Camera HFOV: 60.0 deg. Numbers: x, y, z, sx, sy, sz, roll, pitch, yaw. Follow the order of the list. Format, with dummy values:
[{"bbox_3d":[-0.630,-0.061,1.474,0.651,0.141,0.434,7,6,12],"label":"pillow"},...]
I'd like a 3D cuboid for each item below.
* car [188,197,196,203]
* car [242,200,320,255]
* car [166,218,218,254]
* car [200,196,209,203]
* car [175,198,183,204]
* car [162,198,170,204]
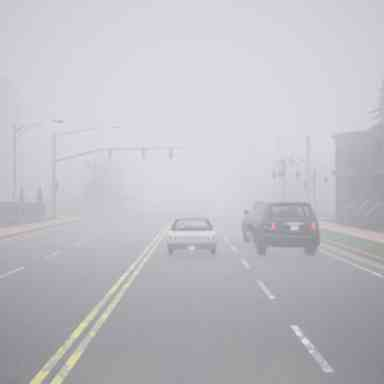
[{"bbox_3d":[-0.009,2.349,90.717,1.812,1.442,4.674,0,-1,0],"label":"car"},{"bbox_3d":[3.500,1.350,14.036,2.150,2.045,5.566,0,0,0],"label":"car"},{"bbox_3d":[0.000,1.734,14.108,1.895,1.301,4.718,0,0,0],"label":"car"},{"bbox_3d":[3.491,2.052,90.783,2.150,2.045,5.566,0,-1,0],"label":"car"},{"bbox_3d":[-3.509,2.389,88.895,1.994,1.385,4.181,0,-1,0],"label":"car"},{"bbox_3d":[-7.009,2.376,88.895,2.033,1.411,5.357,0,-1,0],"label":"car"}]
